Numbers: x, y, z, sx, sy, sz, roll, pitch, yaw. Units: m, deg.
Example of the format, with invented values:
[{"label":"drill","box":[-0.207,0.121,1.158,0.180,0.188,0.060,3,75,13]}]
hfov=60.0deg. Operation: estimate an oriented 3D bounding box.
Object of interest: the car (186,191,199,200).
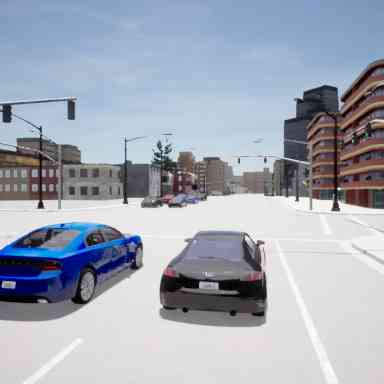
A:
[{"label":"car","box":[0.054,0.751,74.923,2.097,1.767,4.553,0,1,11]}]

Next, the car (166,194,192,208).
[{"label":"car","box":[-1.921,1.409,46.879,2.033,1.411,5.357,0,1,11]}]

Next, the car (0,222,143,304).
[{"label":"car","box":[-2.747,1.478,8.276,1.882,1.535,5.008,0,0,11]}]

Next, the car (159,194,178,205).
[{"label":"car","box":[-3.795,1.226,55.468,1.882,1.535,5.008,0,1,11]}]

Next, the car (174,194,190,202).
[{"label":"car","box":[-1.889,1.124,65.119,2.033,1.411,5.357,0,1,11]}]

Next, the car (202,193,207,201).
[{"label":"car","box":[1.872,1.052,66.107,1.837,1.490,4.892,0,1,12]}]

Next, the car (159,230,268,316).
[{"label":"car","box":[0.690,1.564,7.630,1.994,1.385,4.181,0,0,12]}]

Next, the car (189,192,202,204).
[{"label":"car","box":[-0.087,1.249,56.284,1.812,1.442,4.674,0,1,11]}]

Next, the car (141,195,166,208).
[{"label":"car","box":[-5.557,1.229,46.502,2.097,1.767,4.553,0,1,11]}]
